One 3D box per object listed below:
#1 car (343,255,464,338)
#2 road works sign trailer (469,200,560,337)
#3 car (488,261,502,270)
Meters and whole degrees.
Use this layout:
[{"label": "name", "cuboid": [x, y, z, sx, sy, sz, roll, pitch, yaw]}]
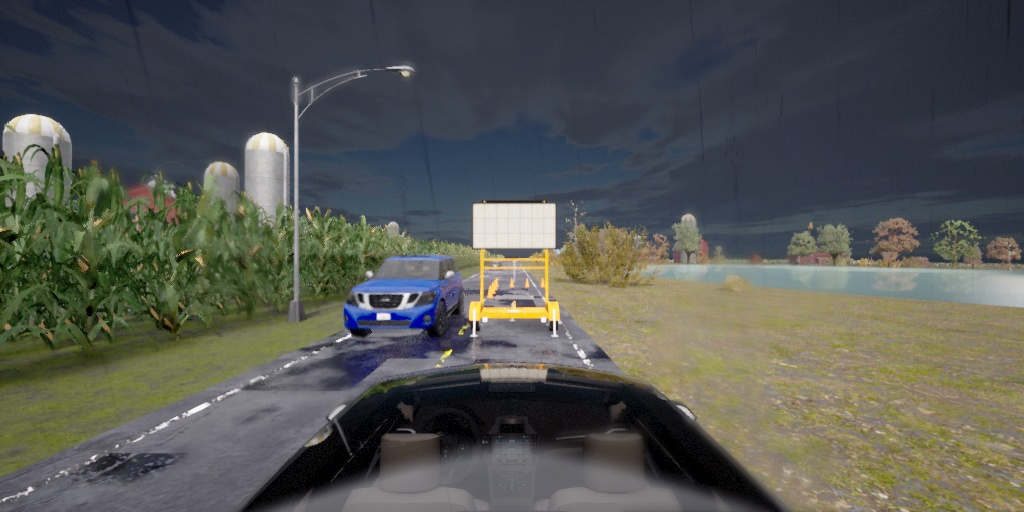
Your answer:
[{"label": "car", "cuboid": [-2.781, 0.973, 10.577, 2.150, 2.045, 5.566, 0, 0, 0]}, {"label": "road works sign trailer", "cuboid": [0.068, 0.216, 10.266, 2.380, 3.560, 2.880, 0, 0, 0]}, {"label": "car", "cuboid": [-2.475, 1.304, 52.548, 2.128, 1.511, 4.902, 0, 0, 0]}]
